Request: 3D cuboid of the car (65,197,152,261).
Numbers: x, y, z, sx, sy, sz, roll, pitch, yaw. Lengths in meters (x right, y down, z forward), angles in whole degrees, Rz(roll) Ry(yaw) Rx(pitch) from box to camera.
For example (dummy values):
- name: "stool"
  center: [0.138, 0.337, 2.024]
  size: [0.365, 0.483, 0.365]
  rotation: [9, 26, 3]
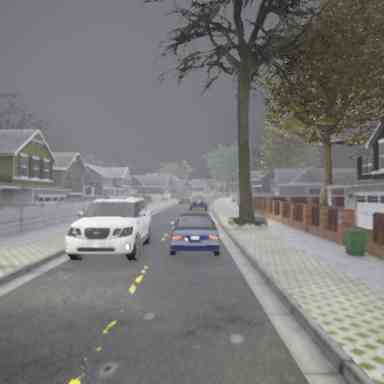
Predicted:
- name: "car"
  center: [-2.838, 1.214, 12.592]
  size: [2.150, 2.045, 5.566]
  rotation: [0, 0, 0]

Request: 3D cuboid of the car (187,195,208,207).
- name: "car"
  center: [0.855, 1.258, 41.272]
  size: [2.097, 1.767, 4.553]
  rotation: [0, 0, 3]

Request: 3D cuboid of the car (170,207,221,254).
- name: "car"
  center: [0.107, 1.540, 13.349]
  size: [2.033, 1.411, 5.357]
  rotation: [0, 0, 0]

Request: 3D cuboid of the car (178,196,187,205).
- name: "car"
  center: [-1.106, 1.401, 55.077]
  size: [2.033, 1.411, 5.357]
  rotation: [0, 0, 5]
